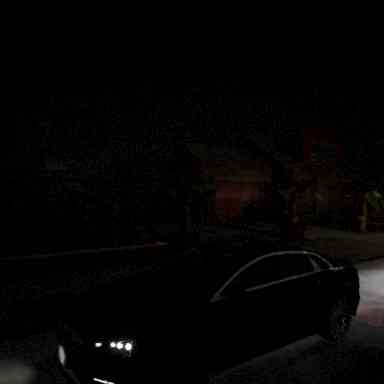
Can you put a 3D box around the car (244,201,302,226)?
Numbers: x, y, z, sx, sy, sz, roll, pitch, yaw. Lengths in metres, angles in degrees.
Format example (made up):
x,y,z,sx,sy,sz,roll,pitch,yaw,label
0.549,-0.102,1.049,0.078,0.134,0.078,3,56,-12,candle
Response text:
x,y,z,sx,sy,sz,roll,pitch,yaw,label
5.123,1.319,21.107,1.845,1.501,3.633,1,0,-38,car

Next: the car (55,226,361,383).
x,y,z,sx,sy,sz,roll,pitch,yaw,label
0.606,1.522,5.010,4.902,1.511,2.128,1,0,-35,car
